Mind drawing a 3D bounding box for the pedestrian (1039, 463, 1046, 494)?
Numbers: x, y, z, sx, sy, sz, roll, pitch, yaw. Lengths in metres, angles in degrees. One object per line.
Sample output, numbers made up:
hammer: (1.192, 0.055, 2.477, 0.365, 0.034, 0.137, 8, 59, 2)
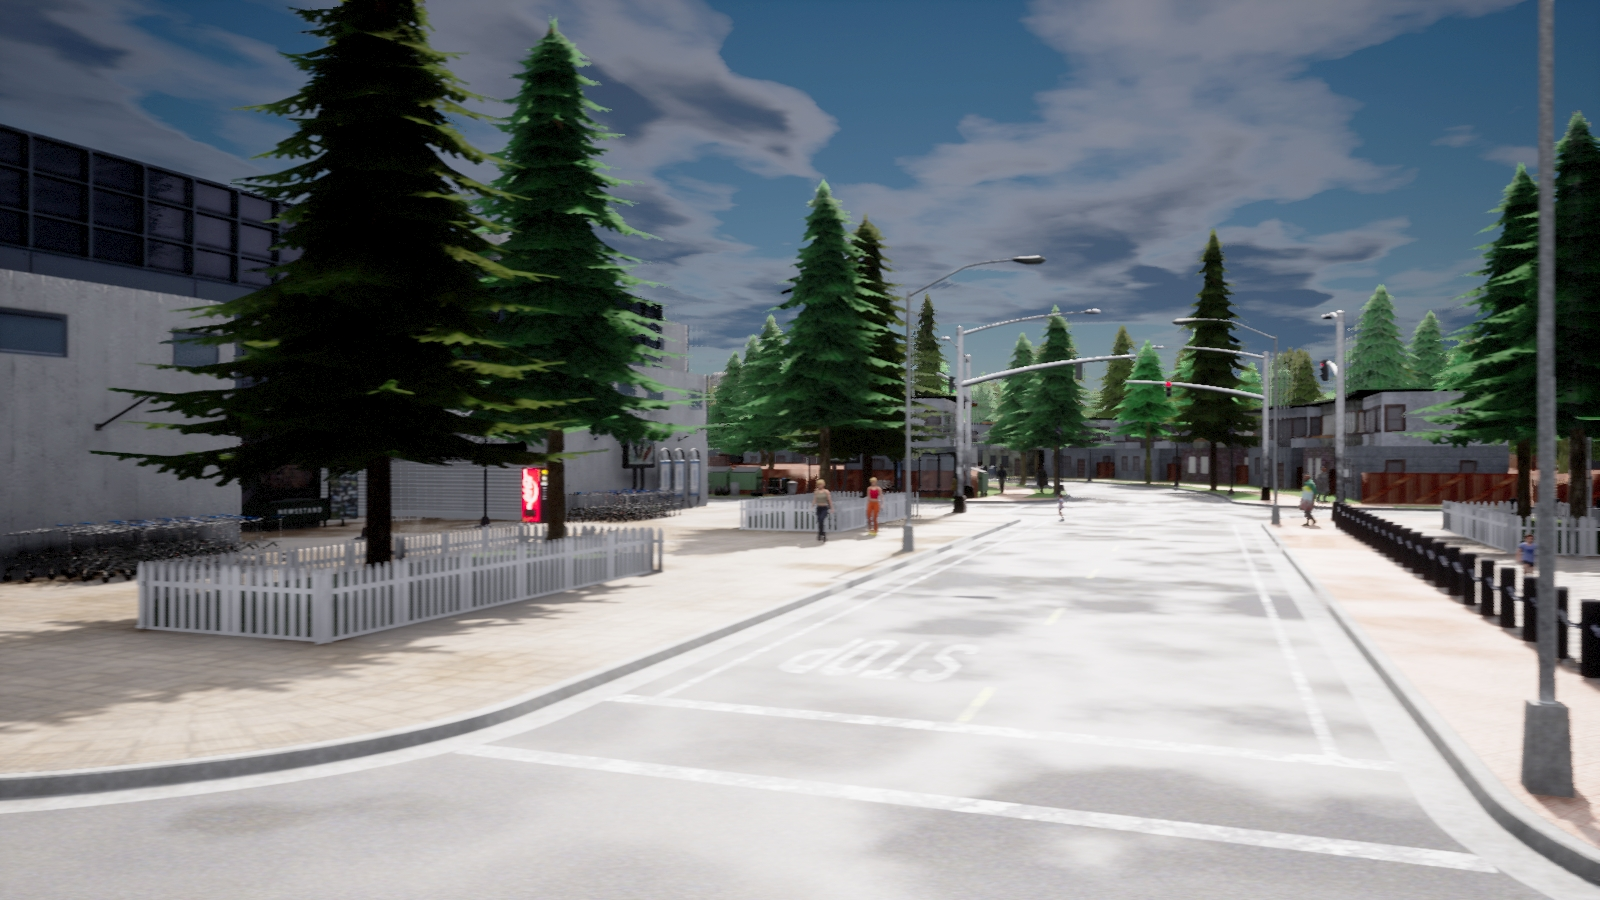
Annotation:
pedestrian: (15.020, 1.763, 70.833, 0.375, 1.860, 0.375, 0, 0, 20)

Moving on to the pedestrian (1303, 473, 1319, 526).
pedestrian: (18.186, 1.755, 40.633, 0.375, 1.860, 0.375, 0, 0, -6)

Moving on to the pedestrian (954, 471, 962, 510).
pedestrian: (7.462, 1.907, 53.994, 0.375, 1.860, 0.375, 0, 0, 8)

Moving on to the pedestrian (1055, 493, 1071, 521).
pedestrian: (10.646, 2.292, 46.232, 0.500, 1.100, 0.500, 0, 0, 27)

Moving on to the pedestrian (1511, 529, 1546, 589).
pedestrian: (14.118, 2.105, 22.149, 0.500, 1.100, 0.500, 0, 0, 23)

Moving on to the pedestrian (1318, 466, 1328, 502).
pedestrian: (27.146, 1.766, 59.308, 0.375, 1.860, 0.375, 0, 0, -1)

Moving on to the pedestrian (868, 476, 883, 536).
pedestrian: (2.358, 1.740, 35.715, 0.375, 1.860, 0.375, 0, 0, 20)

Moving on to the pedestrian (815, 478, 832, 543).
pedestrian: (0.677, 1.732, 32.870, 0.375, 1.860, 0.375, 0, 0, 24)

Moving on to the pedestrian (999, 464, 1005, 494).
pedestrian: (12.353, 1.760, 69.904, 0.375, 1.860, 0.375, 0, 0, 13)
